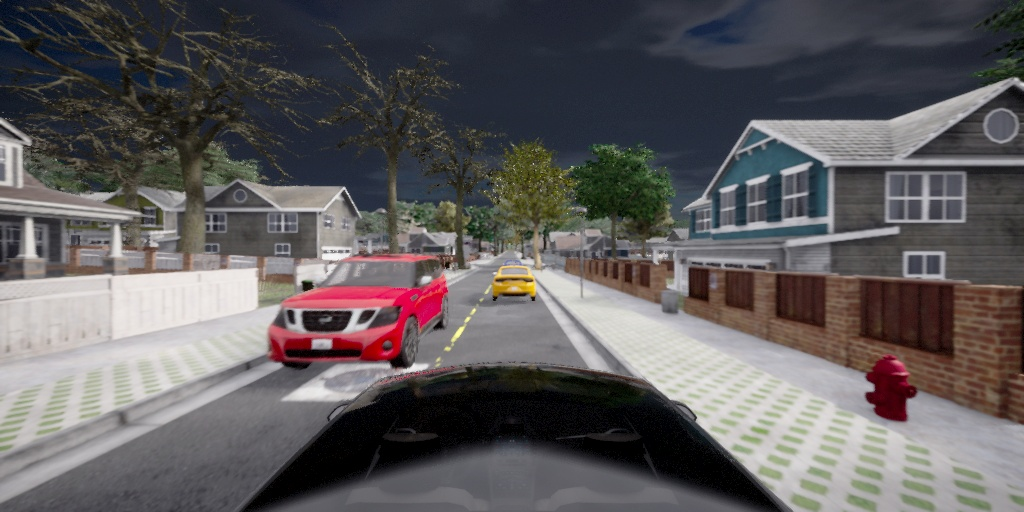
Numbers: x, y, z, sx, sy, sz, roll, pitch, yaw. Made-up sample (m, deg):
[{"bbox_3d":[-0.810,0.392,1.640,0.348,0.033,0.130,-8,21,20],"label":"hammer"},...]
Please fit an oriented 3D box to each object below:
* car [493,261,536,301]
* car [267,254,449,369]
[{"bbox_3d":[0.103,1.200,17.283,1.882,1.535,5.008,0,0,0],"label":"car"},{"bbox_3d":[-2.850,0.967,8.138,2.150,2.045,5.566,0,0,0],"label":"car"}]
